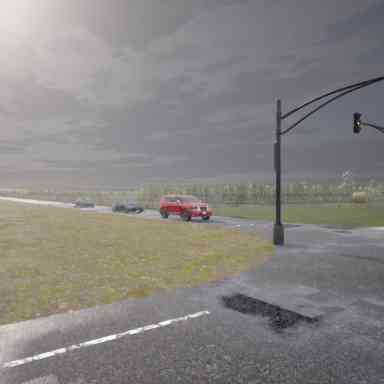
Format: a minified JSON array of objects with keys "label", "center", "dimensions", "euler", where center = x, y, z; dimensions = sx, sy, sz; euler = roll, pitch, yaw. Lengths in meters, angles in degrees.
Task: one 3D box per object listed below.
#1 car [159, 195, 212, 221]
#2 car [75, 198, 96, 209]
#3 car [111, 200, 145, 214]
[{"label":"car","center":[-0.670,1.256,27.755],"dimensions":[2.150,2.045,5.566],"euler":[0,0,-36]},{"label":"car","center":[-15.602,1.589,48.344],"dimensions":[1.837,1.490,4.892],"euler":[0,-1,-36]},{"label":"car","center":[-7.179,1.605,36.708],"dimensions":[2.033,1.411,5.357],"euler":[0,0,-36]}]
